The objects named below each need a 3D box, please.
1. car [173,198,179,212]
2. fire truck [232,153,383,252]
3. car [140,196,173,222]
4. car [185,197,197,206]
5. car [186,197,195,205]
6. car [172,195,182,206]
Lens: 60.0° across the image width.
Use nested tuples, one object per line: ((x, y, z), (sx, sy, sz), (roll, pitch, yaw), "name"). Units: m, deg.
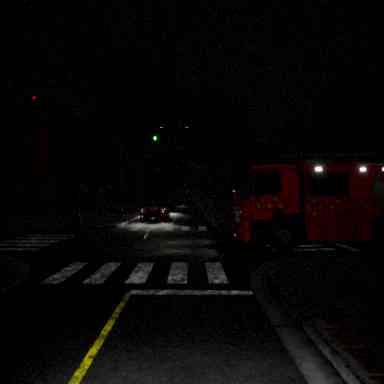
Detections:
((-2.987, 1.727, 40.630), (1.895, 1.301, 4.718), (0, 0, 0), "car")
((6.059, 0.378, 13.940), (8.468, 3.827, 2.891), (0, 0, -1), "fire truck")
((-2.942, 1.411, 27.138), (2.097, 1.767, 4.553), (0, 0, 0), "car")
((-0.206, 1.771, 58.800), (1.812, 1.442, 4.674), (0, 0, 0), "car")
((-0.241, 1.831, 68.816), (1.837, 1.490, 4.892), (0, -1, 0), "car")
((-2.973, 1.496, 62.363), (2.150, 2.045, 5.566), (0, -1, 0), "car")
